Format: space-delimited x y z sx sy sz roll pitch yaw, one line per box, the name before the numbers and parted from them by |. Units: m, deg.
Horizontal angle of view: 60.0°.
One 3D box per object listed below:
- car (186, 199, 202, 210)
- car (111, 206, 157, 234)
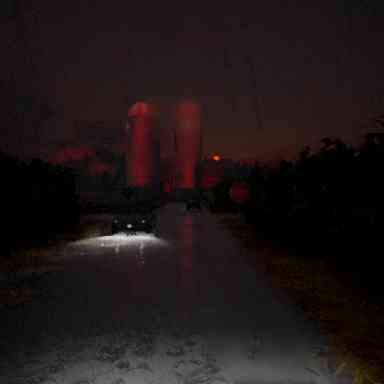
car | 0.226 1.720 45.161 1.812 1.442 4.674 0 -1 0
car | -3.063 1.473 18.296 1.994 1.385 4.181 0 0 1
